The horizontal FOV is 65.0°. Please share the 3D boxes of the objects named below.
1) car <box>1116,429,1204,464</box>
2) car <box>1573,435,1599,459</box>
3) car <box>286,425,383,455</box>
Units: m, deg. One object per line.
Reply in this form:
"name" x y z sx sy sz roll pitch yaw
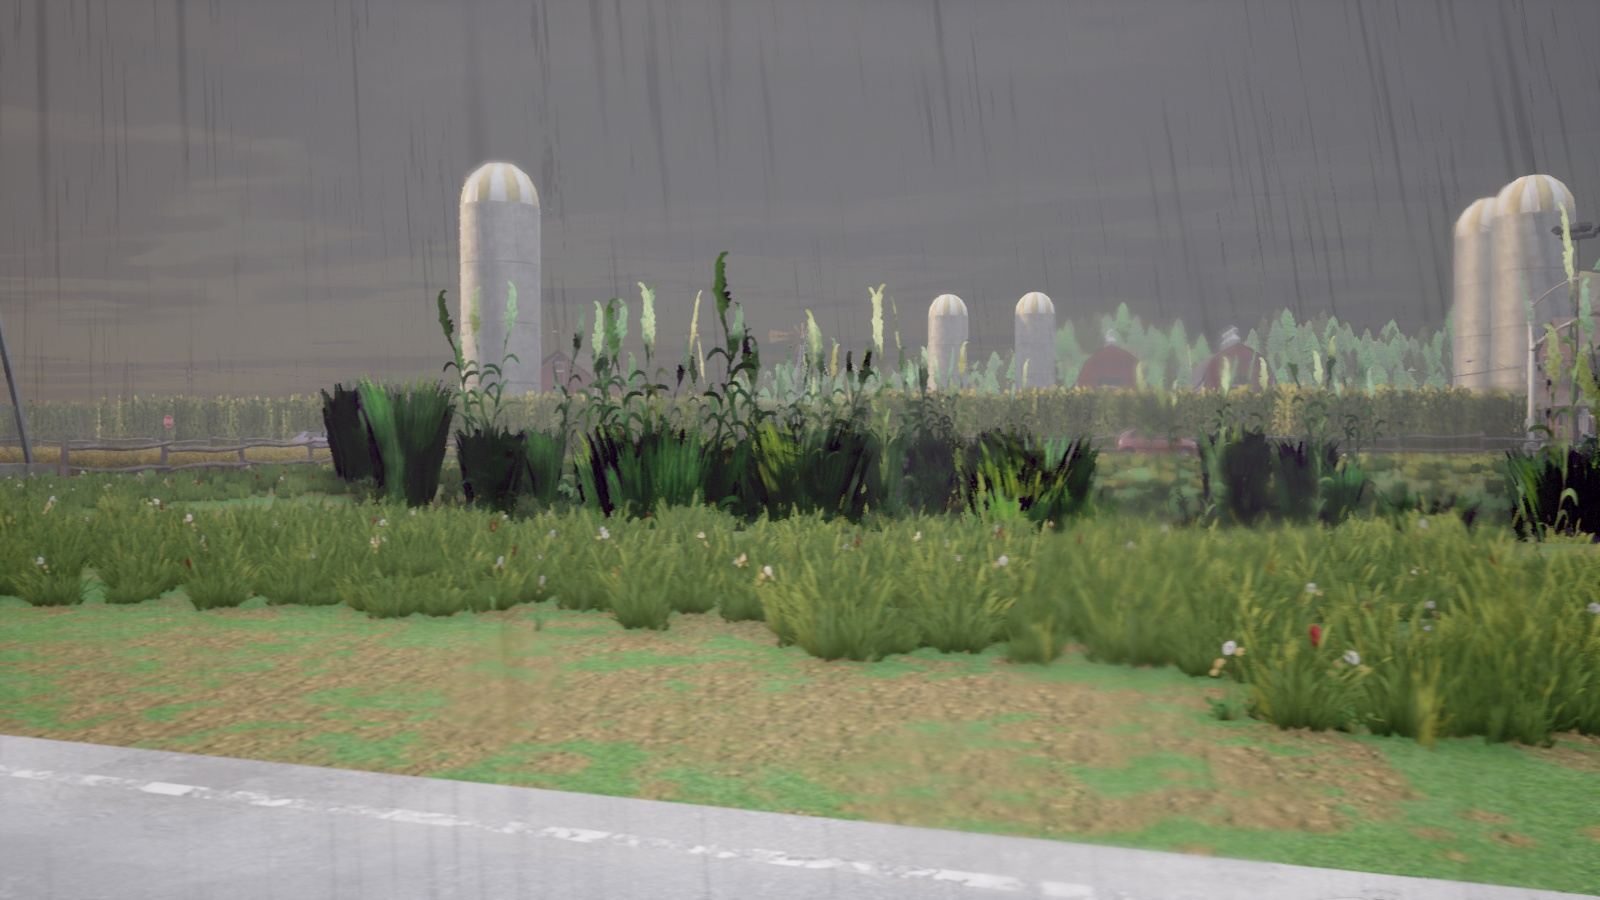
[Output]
"car" 17.469 -0.194 61.129 3.988 1.617 1.851 1 1 13
"car" 51.234 -0.224 80.071 1.837 1.490 4.892 1 1 13
"car" -26.395 -0.557 71.226 4.856 1.649 2.033 1 1 13
